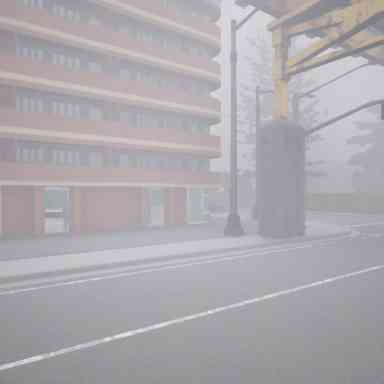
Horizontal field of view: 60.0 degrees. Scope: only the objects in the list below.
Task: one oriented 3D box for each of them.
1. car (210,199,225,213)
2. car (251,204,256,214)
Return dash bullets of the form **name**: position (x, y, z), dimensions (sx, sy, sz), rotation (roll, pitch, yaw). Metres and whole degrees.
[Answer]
- **car**: position (1.724, 1.526, 37.230), dimensions (1.812, 1.442, 4.674), rotation (0, 0, -35)
- **car**: position (7.367, 1.478, 29.209), dimensions (1.882, 1.535, 5.008), rotation (0, 0, -35)
